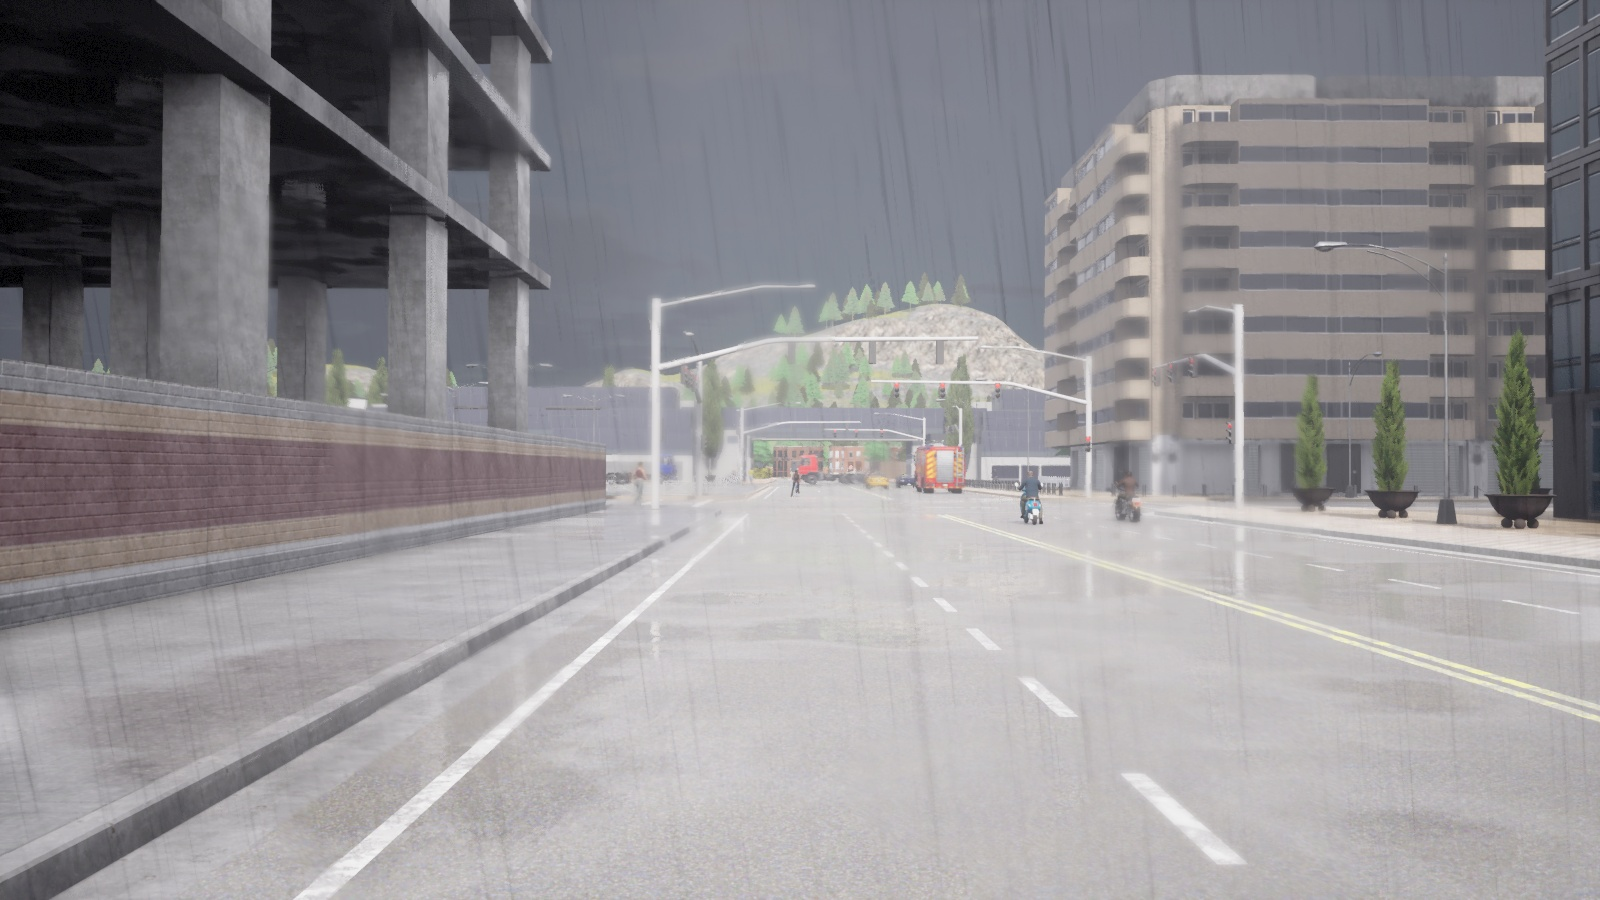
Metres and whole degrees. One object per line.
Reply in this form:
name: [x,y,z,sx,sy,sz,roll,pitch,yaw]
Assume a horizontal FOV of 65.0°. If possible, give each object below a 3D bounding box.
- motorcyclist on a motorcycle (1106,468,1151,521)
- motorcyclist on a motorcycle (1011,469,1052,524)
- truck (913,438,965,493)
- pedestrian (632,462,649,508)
motorcyclist on a motorcycle: [10.392,1.390,39.816,0.766,1.649,2.350,0,-1,0]
motorcyclist on a motorcycle: [6.898,1.369,37.519,0.866,1.590,1.817,0,-1,0]
truck: [10.243,1.170,93.177,2.891,3.827,8.468,0,-1,0]
pedestrian: [-6.383,1.398,50.298,0.345,1.836,0.594,-1,-1,37]
